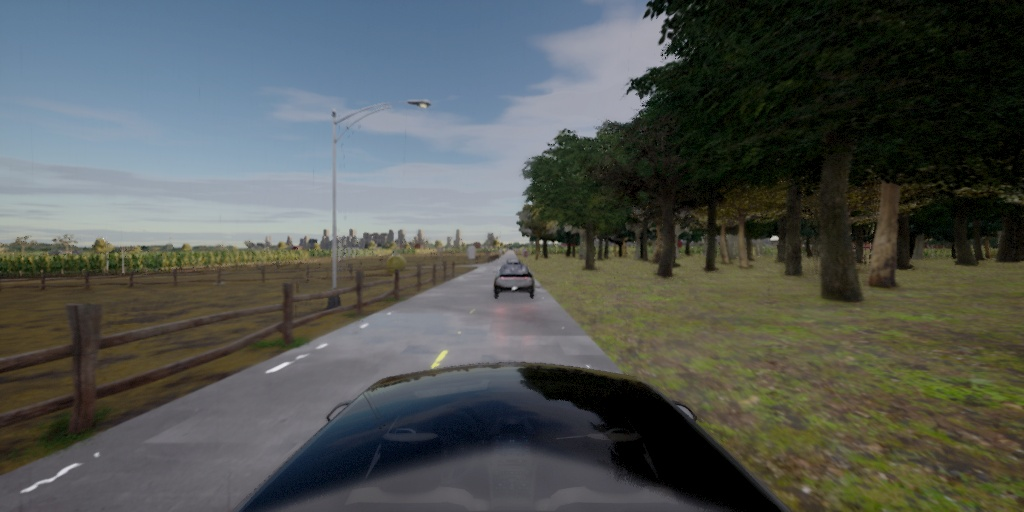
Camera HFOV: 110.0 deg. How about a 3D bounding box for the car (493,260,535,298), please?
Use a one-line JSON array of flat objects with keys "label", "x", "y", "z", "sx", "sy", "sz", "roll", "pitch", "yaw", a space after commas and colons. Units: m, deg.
[{"label": "car", "x": 0.104, "y": 1.147, "z": 17.578, "sx": 2.128, "sy": 1.511, "sz": 4.902, "roll": 0, "pitch": 0, "yaw": 0}]
